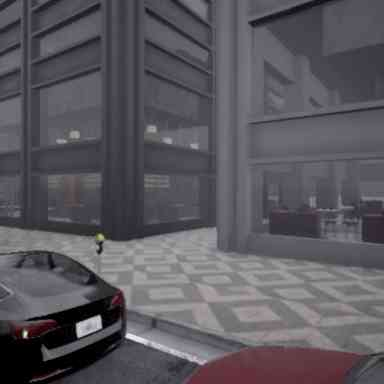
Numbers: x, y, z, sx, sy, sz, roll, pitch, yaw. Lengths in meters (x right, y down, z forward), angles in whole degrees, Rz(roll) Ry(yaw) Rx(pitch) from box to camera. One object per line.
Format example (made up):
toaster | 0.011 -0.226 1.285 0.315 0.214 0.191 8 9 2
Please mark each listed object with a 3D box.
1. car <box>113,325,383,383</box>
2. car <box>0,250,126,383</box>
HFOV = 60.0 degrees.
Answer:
car | 1.730 1.582 1.727 4.206 1.307 1.802 0 0 36
car | -2.862 1.564 5.003 4.313 1.339 1.947 0 0 36
